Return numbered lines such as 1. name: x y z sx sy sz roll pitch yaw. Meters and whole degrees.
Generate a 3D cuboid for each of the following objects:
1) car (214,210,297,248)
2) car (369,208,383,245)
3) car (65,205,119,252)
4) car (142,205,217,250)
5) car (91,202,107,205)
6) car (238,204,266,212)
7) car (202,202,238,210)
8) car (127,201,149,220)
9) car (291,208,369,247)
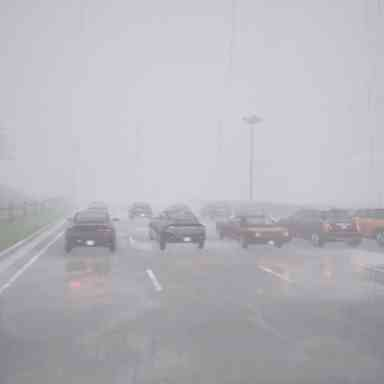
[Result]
1. car: 2.640 1.745 15.585 1.895 1.301 4.718 1 0 -15
2. car: 9.420 1.629 17.343 2.097 1.767 4.553 1 -1 -15
3. car: -4.176 1.518 14.001 1.837 1.490 4.892 1 0 -15
4. car: -0.789 1.570 14.883 2.128 1.511 4.902 1 0 -15
5. car: -8.009 1.556 28.601 1.812 1.442 4.674 1 0 -14
6. car: 5.559 1.863 32.034 1.994 1.385 4.181 1 0 -15
7. car: 2.170 1.724 31.167 2.128 1.511 4.902 1 0 -15
8. car: -4.602 1.605 29.399 1.837 1.490 4.892 1 0 -15
9. car: 6.036 1.562 16.454 2.097 1.767 4.553 1 -1 -15
